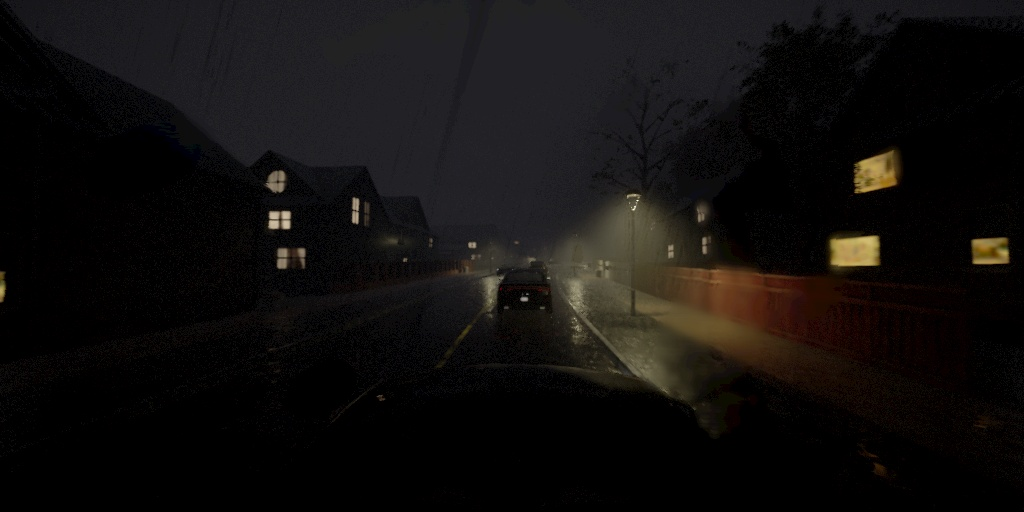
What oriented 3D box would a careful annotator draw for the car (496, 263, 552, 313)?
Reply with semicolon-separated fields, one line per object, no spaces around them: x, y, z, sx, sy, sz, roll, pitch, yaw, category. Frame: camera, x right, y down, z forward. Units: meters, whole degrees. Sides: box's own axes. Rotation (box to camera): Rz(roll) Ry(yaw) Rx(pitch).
0.520;1.229;13.981;1.882;1.535;5.008;0;0;3;car

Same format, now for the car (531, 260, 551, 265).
2.554;1.234;34.559;1.837;1.490;4.892;0;0;8;car

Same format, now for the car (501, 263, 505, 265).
-0.314;1.341;35.416;1.895;1.301;4.718;0;0;8;car
